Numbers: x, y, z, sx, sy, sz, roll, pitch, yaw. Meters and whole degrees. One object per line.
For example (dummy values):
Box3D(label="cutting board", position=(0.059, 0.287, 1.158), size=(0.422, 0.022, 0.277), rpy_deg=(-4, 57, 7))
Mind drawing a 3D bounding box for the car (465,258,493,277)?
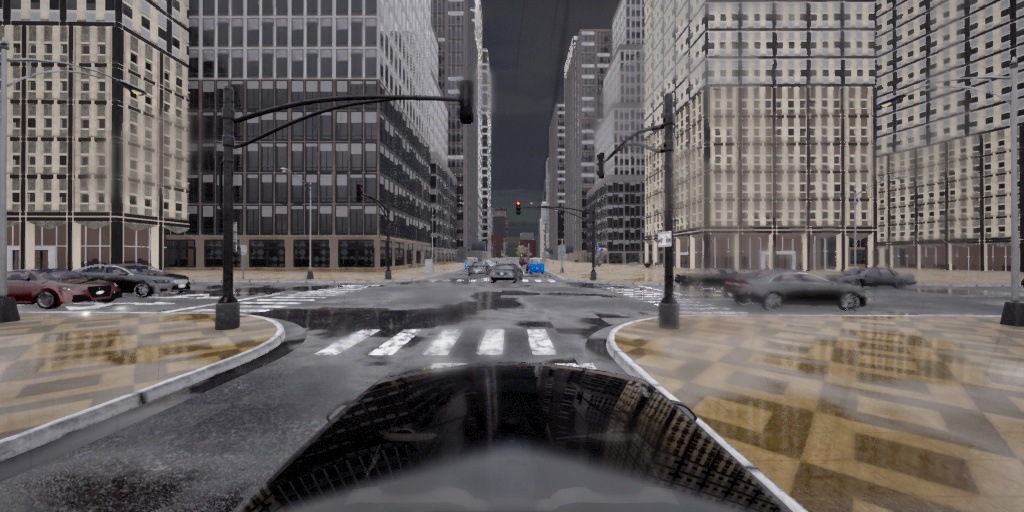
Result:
Box3D(label="car", position=(-3.232, 1.241, 35.655), size=(2.128, 1.511, 4.902), rpy_deg=(0, 0, 0))

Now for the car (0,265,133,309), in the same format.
Box3D(label="car", position=(-17.424, 1.169, 13.395), size=(4.181, 1.385, 1.994), rpy_deg=(0, 0, -1))

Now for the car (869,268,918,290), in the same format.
Box3D(label="car", position=(23.967, 1.497, 24.207), size=(5.357, 1.411, 2.033), rpy_deg=(0, 0, -1))

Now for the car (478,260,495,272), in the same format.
Box3D(label="car", position=(-3.192, 1.275, 45.829), size=(1.812, 1.442, 4.674), rpy_deg=(0, 0, 0))

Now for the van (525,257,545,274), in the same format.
Box3D(label="van", position=(2.686, 1.090, 39.821), size=(1.690, 1.789, 3.998), rpy_deg=(0, 0, 0))

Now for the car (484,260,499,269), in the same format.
Box3D(label="car", position=(-3.144, 1.296, 56.600), size=(2.033, 1.411, 5.357), rpy_deg=(0, 0, 0))

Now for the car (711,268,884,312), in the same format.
Box3D(label="car", position=(10.904, 1.310, 13.983), size=(4.902, 1.511, 2.128), rpy_deg=(0, 0, -1))

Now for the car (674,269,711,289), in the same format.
Box3D(label="car", position=(13.492, 1.483, 23.989), size=(4.718, 1.301, 1.895), rpy_deg=(0, 0, -1))

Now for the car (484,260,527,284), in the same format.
Box3D(label="car", position=(-0.346, 1.297, 27.426), size=(2.033, 1.411, 5.357), rpy_deg=(0, 0, 9))

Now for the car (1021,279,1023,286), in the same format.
Box3D(label="car", position=(37.886, 1.602, 24.534), size=(4.181, 1.385, 1.994), rpy_deg=(0, 0, -2))

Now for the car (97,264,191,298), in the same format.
Box3D(label="car", position=(-17.809, 1.108, 16.638), size=(4.902, 1.511, 2.128), rpy_deg=(0, 0, -1))
